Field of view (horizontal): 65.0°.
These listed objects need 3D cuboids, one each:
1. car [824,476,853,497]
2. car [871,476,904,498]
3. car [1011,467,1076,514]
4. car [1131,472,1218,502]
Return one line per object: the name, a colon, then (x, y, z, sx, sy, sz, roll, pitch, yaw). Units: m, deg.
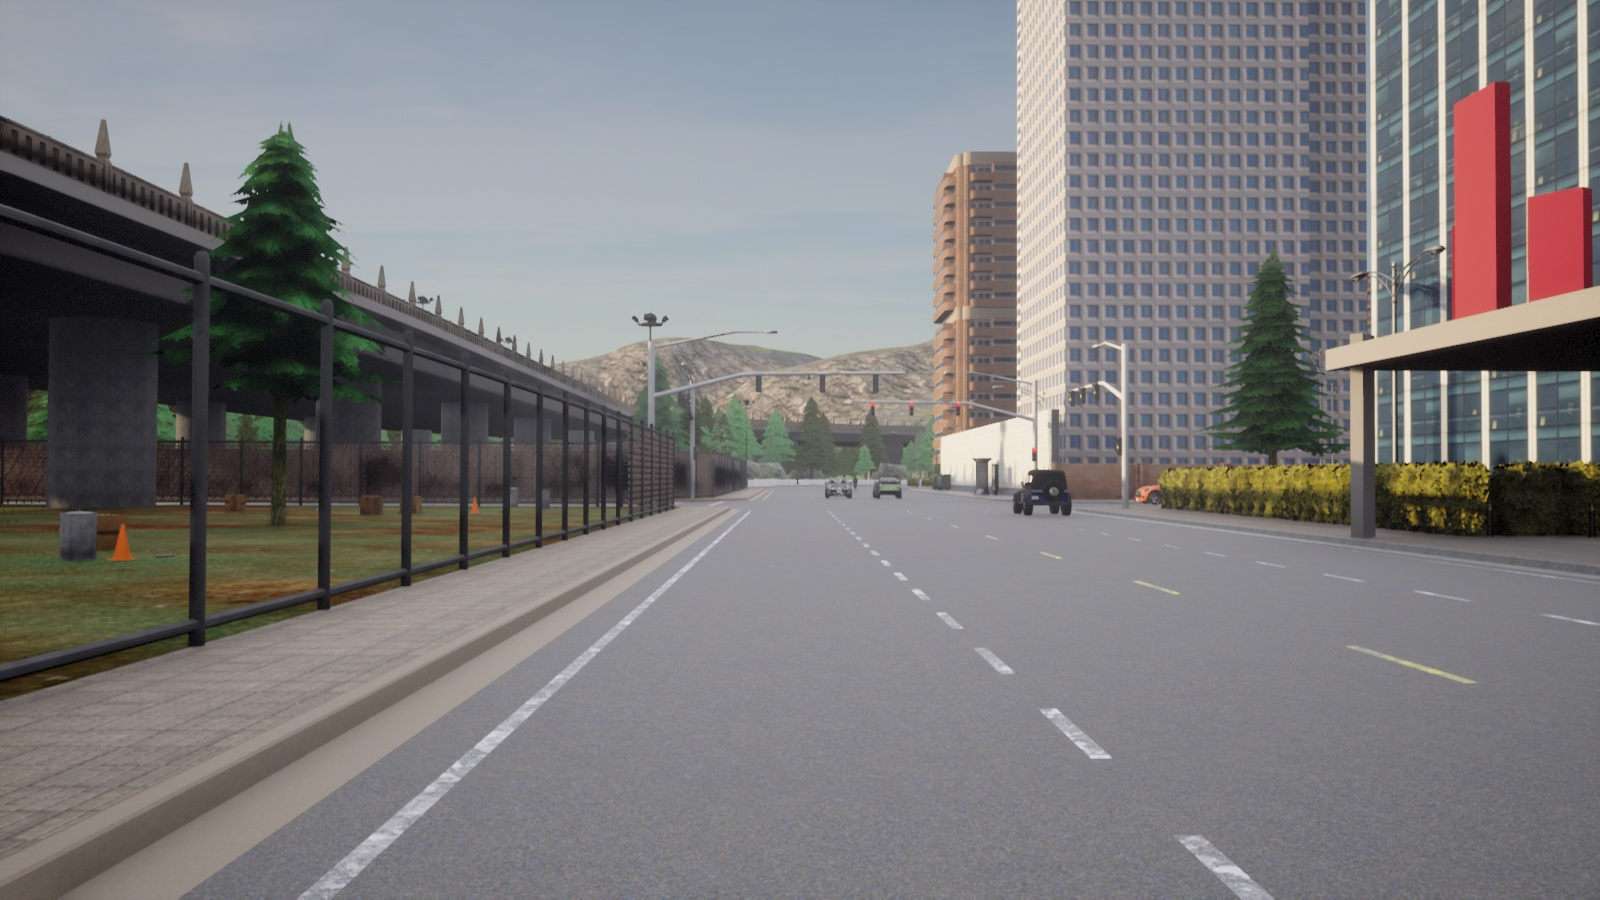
car: (2.772, 2.645, 90.589, 1.970, 1.475, 3.806, 0, -1, 0)
car: (6.282, 2.603, 90.118, 2.007, 1.525, 4.514, 0, -1, 0)
car: (10.080, 1.655, 52.214, 1.905, 1.878, 3.866, 0, -1, 0)
car: (22.443, 2.201, 75.343, 4.553, 1.767, 2.097, 0, -1, -1)
